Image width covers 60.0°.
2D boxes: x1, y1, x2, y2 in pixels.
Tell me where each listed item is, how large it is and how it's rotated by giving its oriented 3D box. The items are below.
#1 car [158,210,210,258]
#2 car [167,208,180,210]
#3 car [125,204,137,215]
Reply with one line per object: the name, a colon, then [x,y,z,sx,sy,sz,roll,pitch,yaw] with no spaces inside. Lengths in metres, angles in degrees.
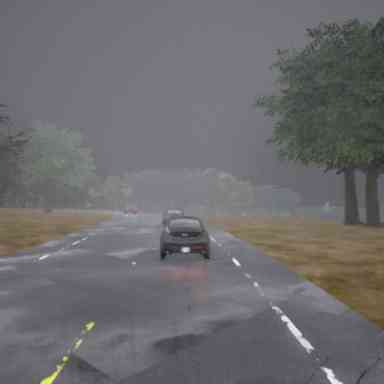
car: [-0.327,1.731,13.683,1.837,1.490,4.892,0,-1,-3]
car: [-1.631,2.169,29.181,1.812,1.442,4.674,0,-2,-6]
car: [-11.760,3.348,63.873,2.150,2.045,5.566,1,-3,-14]
